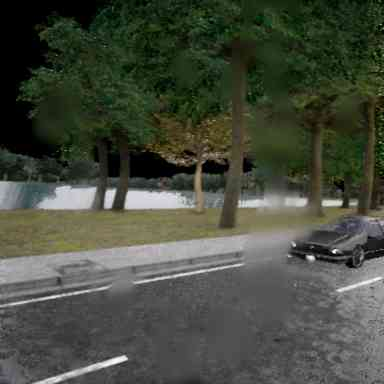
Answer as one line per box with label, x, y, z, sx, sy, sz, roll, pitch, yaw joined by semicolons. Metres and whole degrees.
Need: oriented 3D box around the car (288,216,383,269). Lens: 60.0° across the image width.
car;5.664;1.565;11.396;5.357;1.411;2.033;0;0;-36
